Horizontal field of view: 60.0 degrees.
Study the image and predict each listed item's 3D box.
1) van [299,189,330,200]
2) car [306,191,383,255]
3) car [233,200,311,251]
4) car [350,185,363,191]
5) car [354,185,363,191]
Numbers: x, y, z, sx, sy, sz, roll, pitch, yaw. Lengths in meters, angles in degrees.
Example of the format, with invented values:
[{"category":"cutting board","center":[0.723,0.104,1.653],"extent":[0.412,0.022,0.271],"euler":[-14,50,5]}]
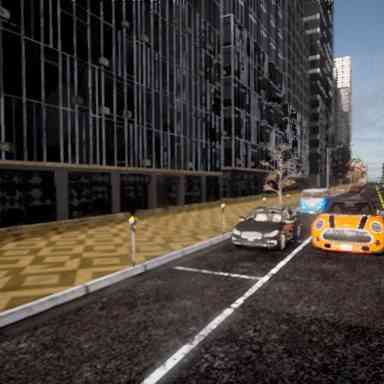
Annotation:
[{"category":"van","center":[8.387,0.681,22.420],"extent":[1.690,1.788,3.998],"euler":[0,2,29]},{"category":"car","center":[5.636,0.996,11.806],"extent":[2.097,1.767,4.553],"euler":[0,2,29]},{"category":"car","center":[2.918,1.205,12.446],"extent":[2.008,1.369,4.403],"euler":[0,2,29]},{"category":"car","center":[33.006,-0.587,67.334],"extent":[1.887,1.381,4.507],"euler":[0,2,29]},{"category":"car","center":[41.212,-1.092,82.304],"extent":[1.887,1.381,4.507],"euler":[0,2,29]}]
